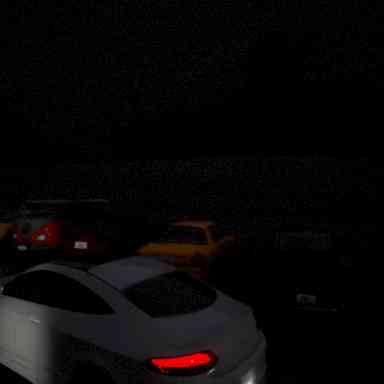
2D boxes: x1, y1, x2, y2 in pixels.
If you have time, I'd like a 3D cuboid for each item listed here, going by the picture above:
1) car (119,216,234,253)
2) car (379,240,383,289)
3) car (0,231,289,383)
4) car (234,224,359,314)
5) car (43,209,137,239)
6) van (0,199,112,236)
[{"bbox_3d":[0.109,1.478,9.621,1.946,1.575,5.366,0,-1,15],"label":"car"},{"bbox_3d":[4.922,1.494,5.979,2.097,1.535,5.008,1,0,16],"label":"car"},{"bbox_3d":[-1.367,1.518,4.356,4.674,1.442,1.812,0,0,36],"label":"car"},{"bbox_3d":[2.485,1.487,7.703,2.231,1.521,4.892,0,-1,15],"label":"car"},{"bbox_3d":[-2.362,1.504,11.202,2.163,1.488,4.792,0,-1,16],"label":"car"},{"bbox_3d":[-4.820,1.242,12.795,1.878,1.987,4.442,1,-1,16],"label":"van"}]
